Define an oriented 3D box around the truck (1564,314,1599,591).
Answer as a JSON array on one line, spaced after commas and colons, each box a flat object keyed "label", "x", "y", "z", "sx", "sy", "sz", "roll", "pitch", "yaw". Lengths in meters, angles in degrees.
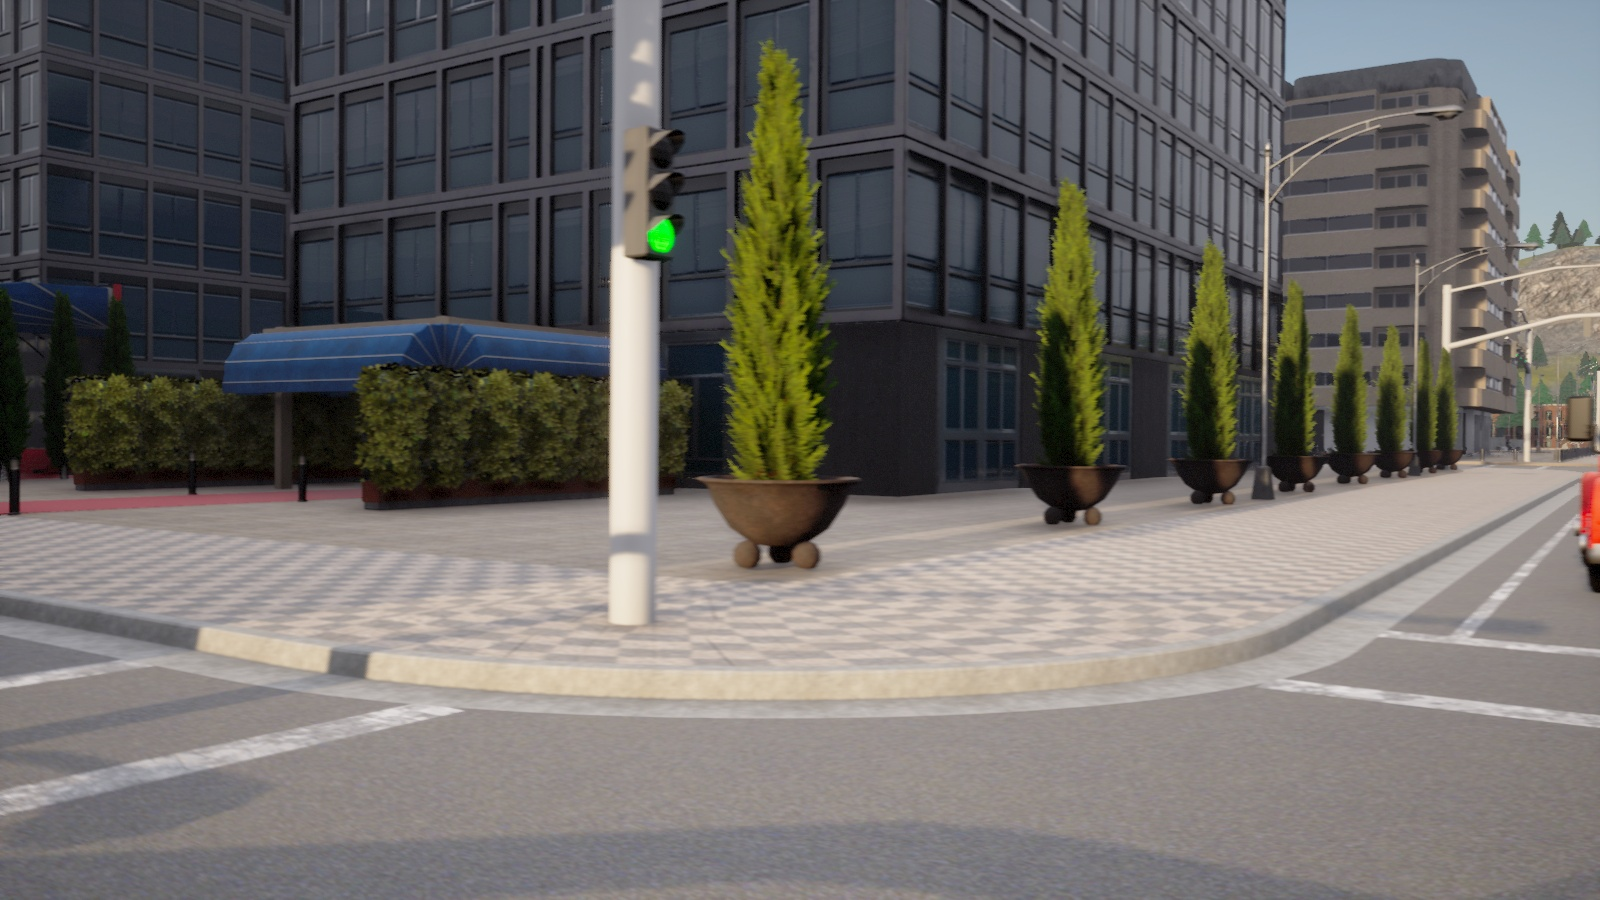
[{"label": "truck", "x": 9.444, "y": -0.015, "z": 12.741, "sx": 2.627, "sy": 2.467, "sz": 5.204, "roll": 0, "pitch": 1, "yaw": 34}]
